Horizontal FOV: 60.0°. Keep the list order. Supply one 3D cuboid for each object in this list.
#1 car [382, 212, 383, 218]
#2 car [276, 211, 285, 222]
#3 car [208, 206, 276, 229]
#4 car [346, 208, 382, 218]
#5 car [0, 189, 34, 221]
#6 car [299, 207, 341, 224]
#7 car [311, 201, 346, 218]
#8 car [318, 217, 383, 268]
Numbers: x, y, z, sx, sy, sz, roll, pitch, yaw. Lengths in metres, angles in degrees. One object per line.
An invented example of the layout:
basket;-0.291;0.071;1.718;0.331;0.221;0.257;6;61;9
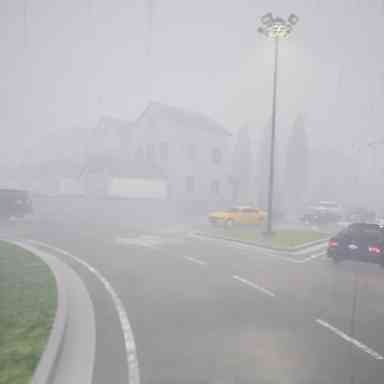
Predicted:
car;26.726;2.980;44.204;4.181;1.385;1.994;3;0;-42
car;6.355;2.079;30.544;4.718;1.301;1.895;3;0;-38
car;3.473;1.795;24.424;5.008;1.535;1.882;3;0;-33
car;18.635;2.522;36.699;4.902;1.511;2.128;3;-1;-43
car;-13.818;0.796;22.854;5.566;2.045;2.150;1;0;5
car;11.754;2.303;30.417;4.718;1.301;1.895;3;0;-42
car;15.173;2.119;38.251;5.566;2.045;2.150;3;-1;-43
car;6.867;1.933;12.909;2.033;1.411;5.357;2;-1;39
